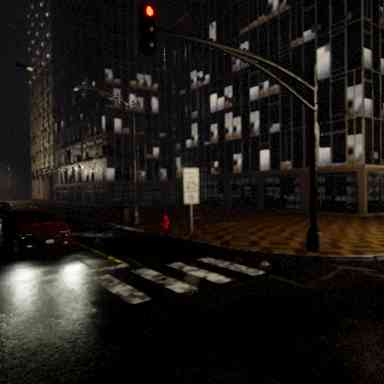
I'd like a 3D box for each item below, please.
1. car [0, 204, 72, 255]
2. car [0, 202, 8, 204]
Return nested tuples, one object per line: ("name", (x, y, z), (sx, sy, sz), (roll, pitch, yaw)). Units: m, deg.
("car", (-6.378, 1.426, 13.433), (1.882, 1.535, 5.008), (-2, 1, -37))
("car", (-14.386, 1.472, 24.733), (2.033, 1.411, 5.357), (-2, 1, -35))
